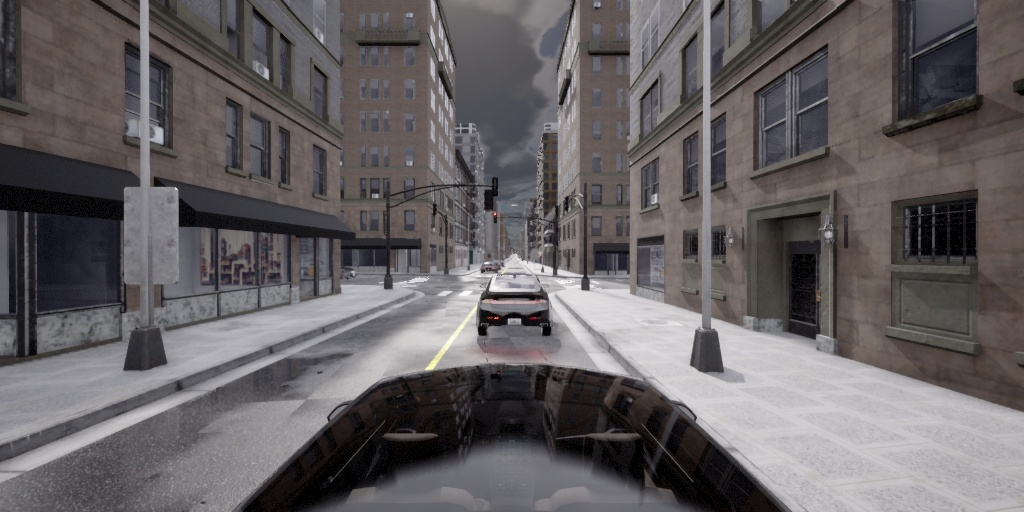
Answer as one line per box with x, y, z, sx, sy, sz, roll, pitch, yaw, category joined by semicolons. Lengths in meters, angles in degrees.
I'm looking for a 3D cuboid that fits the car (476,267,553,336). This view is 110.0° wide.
0.076;1.243;10.380;2.128;1.511;4.902;0;0;1;car

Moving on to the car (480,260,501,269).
-2.713;1.372;44.035;1.994;1.385;4.181;0;0;1;car

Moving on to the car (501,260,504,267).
-2.618;1.334;53.987;1.837;1.490;4.892;0;0;0;car

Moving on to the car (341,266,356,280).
-14.040;1.079;26.287;4.902;1.511;2.128;1;0;0;car
